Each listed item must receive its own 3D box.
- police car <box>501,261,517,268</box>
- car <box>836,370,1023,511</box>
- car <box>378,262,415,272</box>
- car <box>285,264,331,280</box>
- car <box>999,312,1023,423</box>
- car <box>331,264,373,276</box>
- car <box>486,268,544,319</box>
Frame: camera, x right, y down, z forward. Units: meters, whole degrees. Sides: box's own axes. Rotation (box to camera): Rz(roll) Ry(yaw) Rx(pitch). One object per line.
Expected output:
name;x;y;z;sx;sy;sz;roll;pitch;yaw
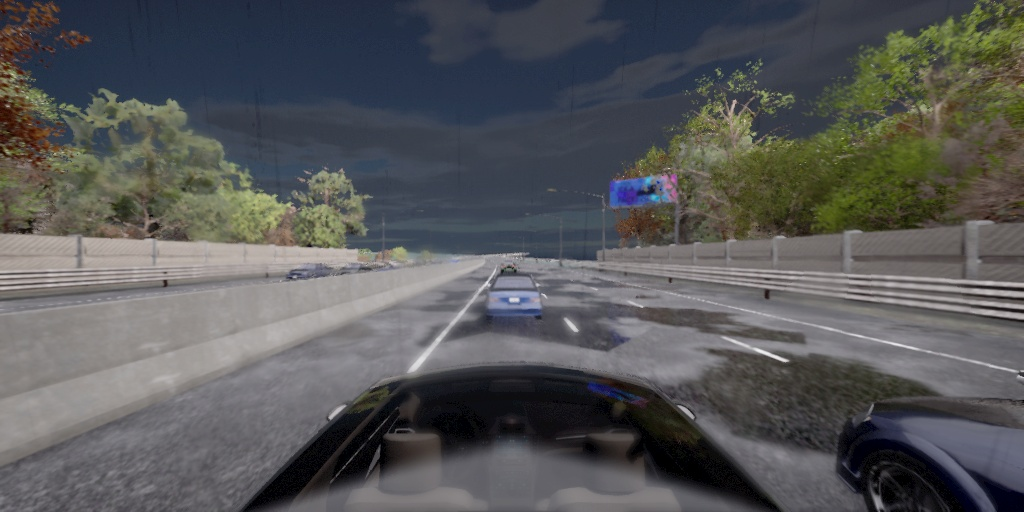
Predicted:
police car;-0.392;1.350;43.106;2.038;1.542;4.974;0;0;-1
car;3.593;1.311;1.113;1.994;1.385;4.181;0;0;0
car;-10.891;1.431;33.497;1.895;1.301;4.718;0;0;-1
car;-17.867;1.377;32.099;2.033;1.411;5.357;0;0;-1
car;7.099;1.350;2.171;1.895;1.301;4.718;0;0;0
car;-14.383;1.394;32.998;1.994;1.385;4.181;0;0;-1
car;0.061;1.325;12.818;2.033;1.411;5.357;0;0;0
